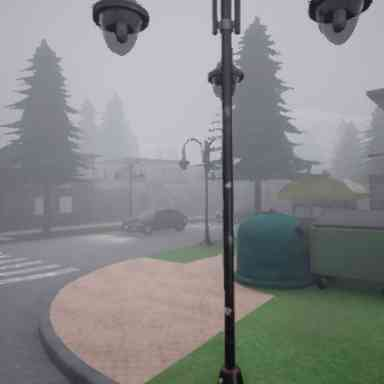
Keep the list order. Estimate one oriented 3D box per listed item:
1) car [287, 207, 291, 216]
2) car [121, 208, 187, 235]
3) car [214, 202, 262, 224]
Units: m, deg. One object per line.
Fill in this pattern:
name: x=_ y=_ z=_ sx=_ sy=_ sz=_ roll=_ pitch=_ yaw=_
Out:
car: x=12.039 y=1.641 z=34.573 sx=4.553 sy=1.767 sz=2.097 roll=0 pitch=-1 yaw=-32
car: x=-2.360 y=1.848 z=21.629 sx=1.837 sy=1.490 sz=4.892 roll=-1 pitch=-1 yaw=40
car: x=3.985 y=1.678 z=28.285 sx=4.553 sy=1.767 sz=2.097 roll=0 pitch=-1 yaw=-42
